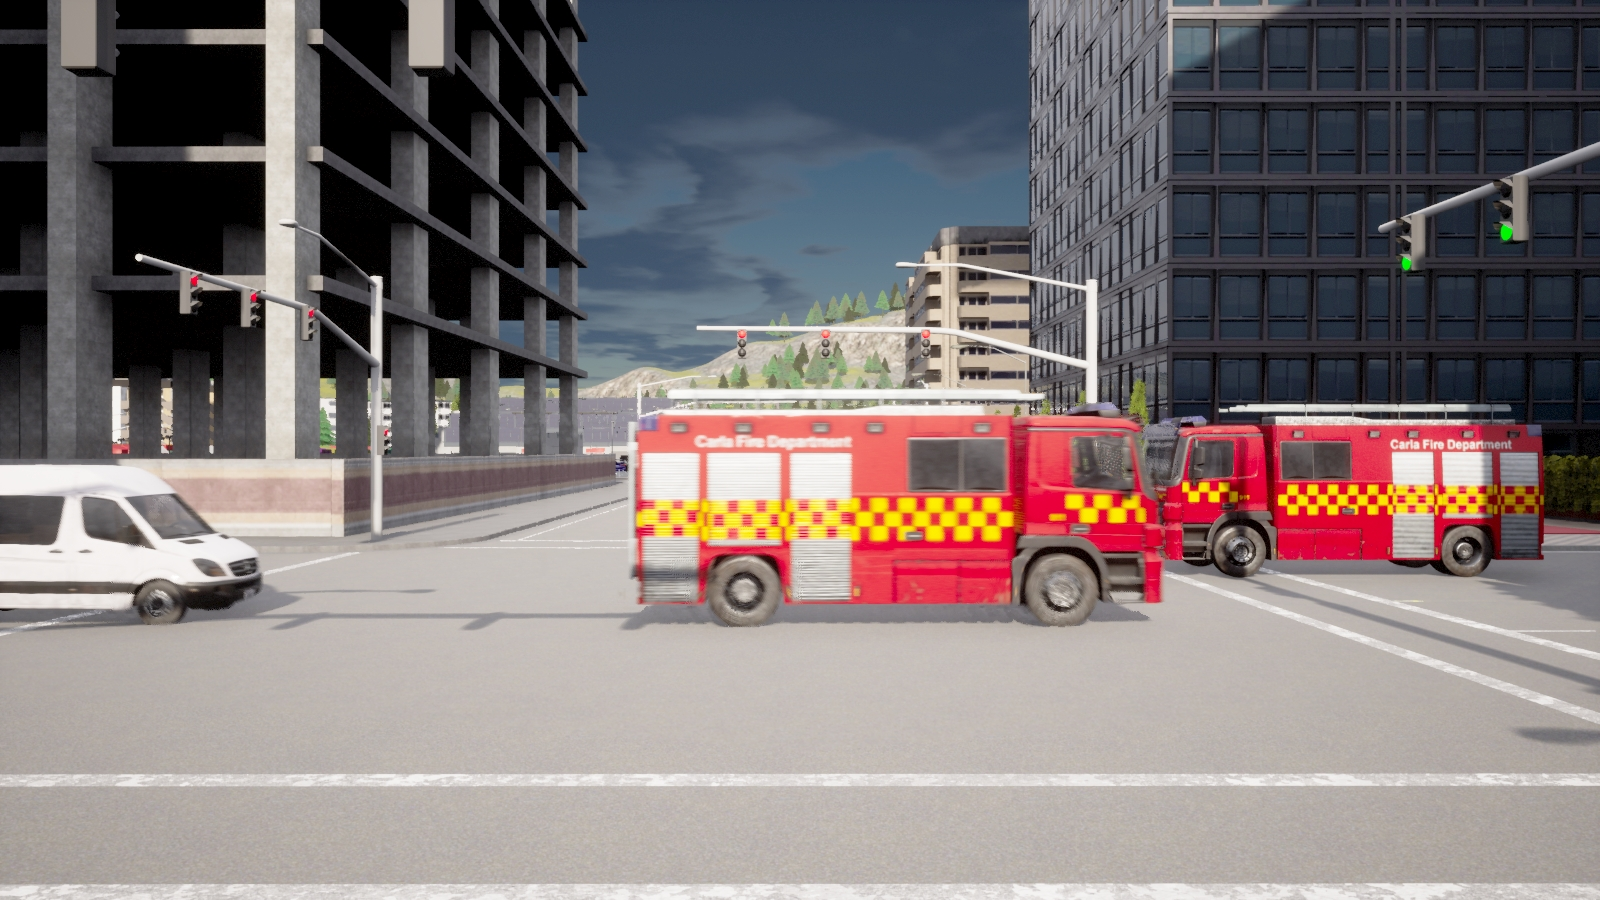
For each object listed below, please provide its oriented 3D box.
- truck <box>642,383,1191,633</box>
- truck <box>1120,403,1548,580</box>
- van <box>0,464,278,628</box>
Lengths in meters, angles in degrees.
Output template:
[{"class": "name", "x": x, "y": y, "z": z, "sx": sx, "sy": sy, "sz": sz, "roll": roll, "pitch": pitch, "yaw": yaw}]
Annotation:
[{"class": "truck", "x": 1.784, "y": 0.889, "z": 19.023, "sx": 8.468, "sy": 3.827, "sz": 2.891, "roll": 0, "pitch": 0, "yaw": -1}, {"class": "truck", "x": 11.970, "y": 0.889, "z": 26.163, "sx": 8.468, "sy": 3.827, "sz": 2.891, "roll": 0, "pitch": 0, "yaw": -1}, {"class": "van", "x": -12.128, "y": 1.534, "z": 19.067, "sx": 5.915, "sy": 2.561, "sz": 1.988, "roll": 0, "pitch": 0, "yaw": -1}]
